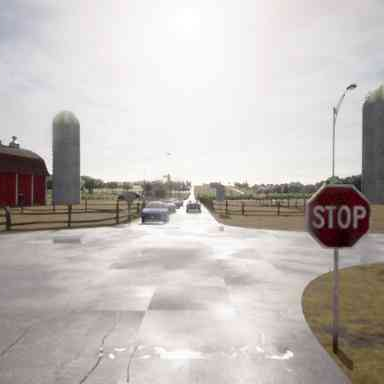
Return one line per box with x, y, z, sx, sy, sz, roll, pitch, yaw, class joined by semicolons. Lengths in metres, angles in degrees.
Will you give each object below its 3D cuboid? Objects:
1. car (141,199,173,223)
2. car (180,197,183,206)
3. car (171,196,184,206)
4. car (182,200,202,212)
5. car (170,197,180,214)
-2.788;1.541;26.106;1.882;1.535;5.008;0;0;0;car
-2.707;1.677;49.596;2.128;1.511;4.902;0;-1;0;car
-2.626;1.644;60.052;2.097;1.767;4.553;0;-1;1;car
0.202;1.677;41.704;2.033;1.411;5.357;0;0;0;car
-2.755;1.601;37.432;2.128;1.511;4.902;0;0;0;car
